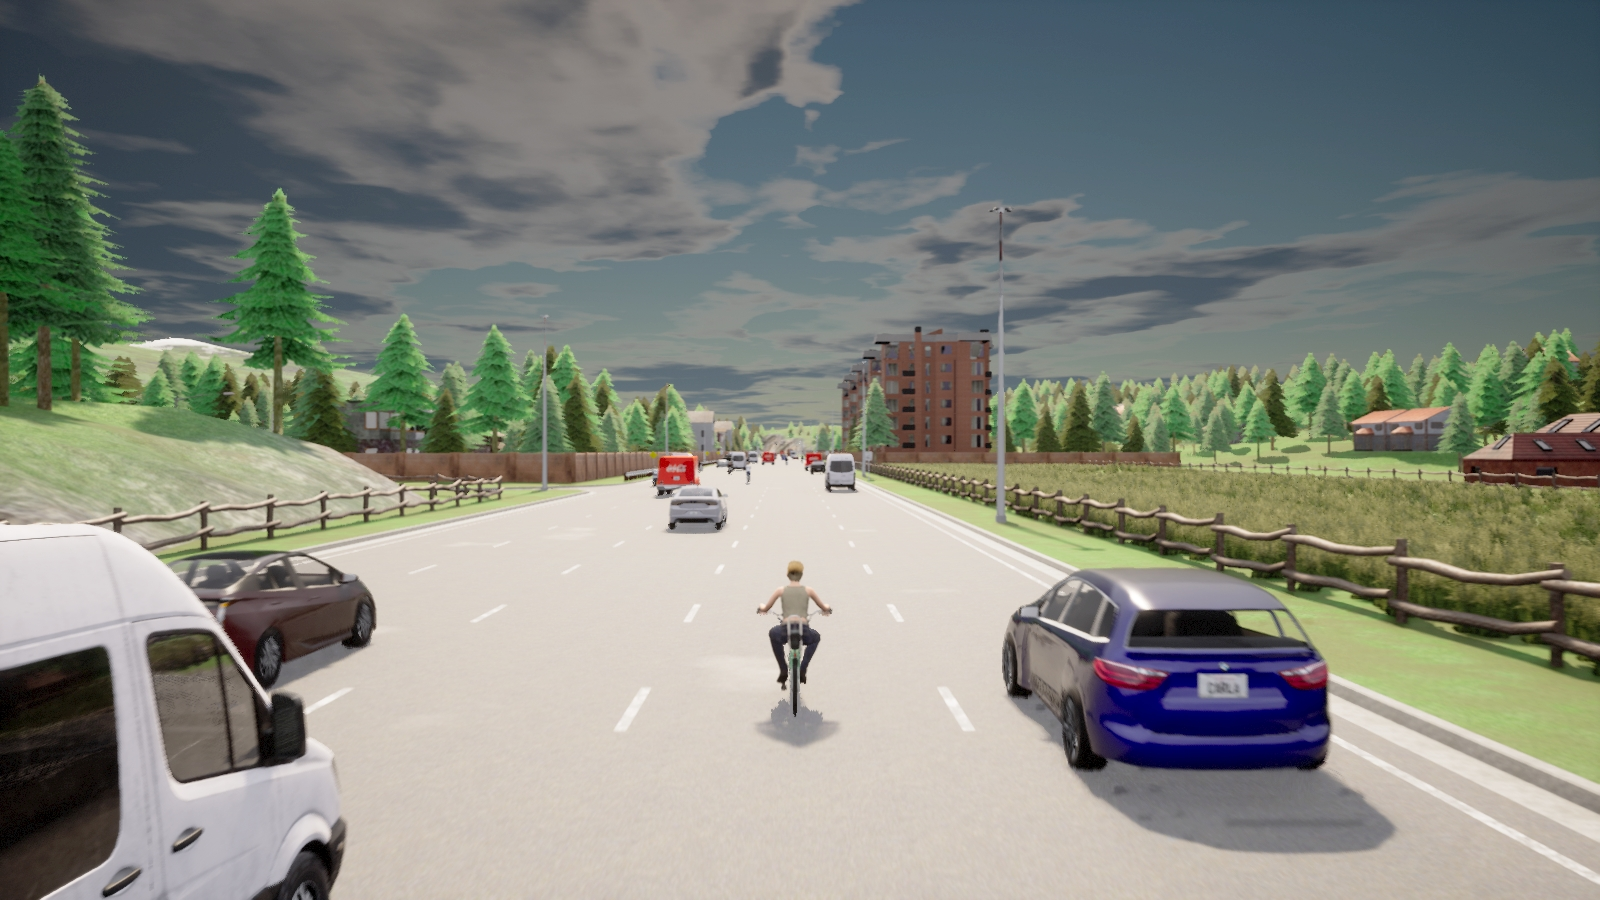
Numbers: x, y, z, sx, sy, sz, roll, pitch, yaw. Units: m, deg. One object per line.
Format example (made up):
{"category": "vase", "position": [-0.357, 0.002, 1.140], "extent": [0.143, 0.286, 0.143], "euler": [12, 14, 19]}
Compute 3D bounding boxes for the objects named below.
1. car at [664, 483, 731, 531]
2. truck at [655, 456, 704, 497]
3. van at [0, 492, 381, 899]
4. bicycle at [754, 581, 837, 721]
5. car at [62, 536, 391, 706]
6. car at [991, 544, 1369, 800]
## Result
{"category": "car", "position": [-3.748, 2.059, 42.546], "extent": [2.097, 1.535, 5.006], "euler": [0, 0, 0]}
{"category": "truck", "position": [-7.555, 1.612, 72.215], "extent": [2.627, 2.467, 5.204], "euler": [0, 0, -1]}
{"category": "van", "position": [-3.517, 1.538, 3.952], "extent": [1.988, 2.561, 5.915], "euler": [0, 0, 0]}
{"category": "bicycle", "position": [-0.056, 2.166, 12.564], "extent": [0.859, 1.276, 1.487], "euler": [0, 0, -1]}
{"category": "car", "position": [-7.104, 2.049, 14.793], "extent": [2.007, 1.525, 4.514], "euler": [0, 0, 0]}
{"category": "car", "position": [3.451, 1.976, 11.515], "extent": [2.242, 1.667, 4.611], "euler": [0, 0, 0]}
